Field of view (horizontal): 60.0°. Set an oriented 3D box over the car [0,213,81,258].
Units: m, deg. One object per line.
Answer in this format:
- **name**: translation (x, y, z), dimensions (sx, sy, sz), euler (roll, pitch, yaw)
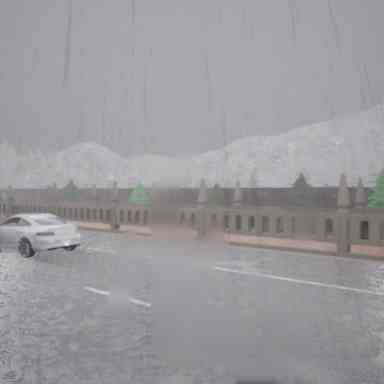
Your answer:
- **car**: translation (-6.149, 1.526, 12.675), dimensions (4.674, 1.442, 1.812), euler (0, 0, 36)
